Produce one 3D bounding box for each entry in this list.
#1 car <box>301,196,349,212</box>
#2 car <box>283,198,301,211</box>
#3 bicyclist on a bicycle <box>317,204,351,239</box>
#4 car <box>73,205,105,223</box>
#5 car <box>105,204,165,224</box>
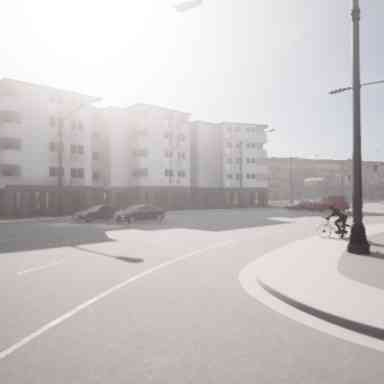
[{"bbox_3d":[17.282,1.514,42.483,5.566,2.045,2.150,0,-1,-19],"label":"car"},{"bbox_3d":[15.177,1.880,45.416,5.357,1.411,2.033,0,-1,-20],"label":"car"},{"bbox_3d":[6.733,1.404,15.692,1.656,1.620,0.582,-1,-1,38],"label":"bicyclist on a bicycle"},{"bbox_3d":[-8.002,1.868,28.882,1.812,1.442,4.674,-1,-1,40],"label":"car"},{"bbox_3d":[-4.393,1.810,27.754,1.837,1.490,4.892,-2,-1,41],"label":"car"}]
